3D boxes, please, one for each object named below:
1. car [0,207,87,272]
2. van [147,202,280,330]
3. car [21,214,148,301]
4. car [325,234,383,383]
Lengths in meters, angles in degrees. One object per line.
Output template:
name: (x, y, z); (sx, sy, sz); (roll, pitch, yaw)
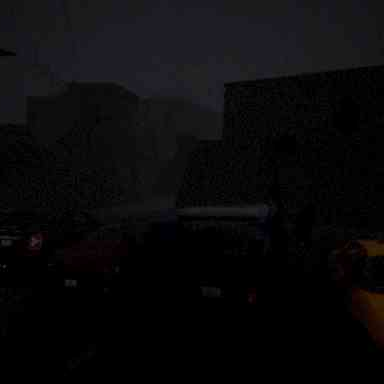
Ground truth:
car: (-3.989, 1.297, 10.239); (2.185, 1.767, 4.553); (0, -1, 15)
van: (0.861, 1.229, 6.972); (1.878, 1.987, 4.442); (0, -1, 15)
car: (-1.567, 1.438, 8.566); (2.097, 1.535, 5.008); (1, 0, 15)
car: (3.171, 1.464, 4.974); (1.946, 1.575, 5.366); (1, 0, 16)
